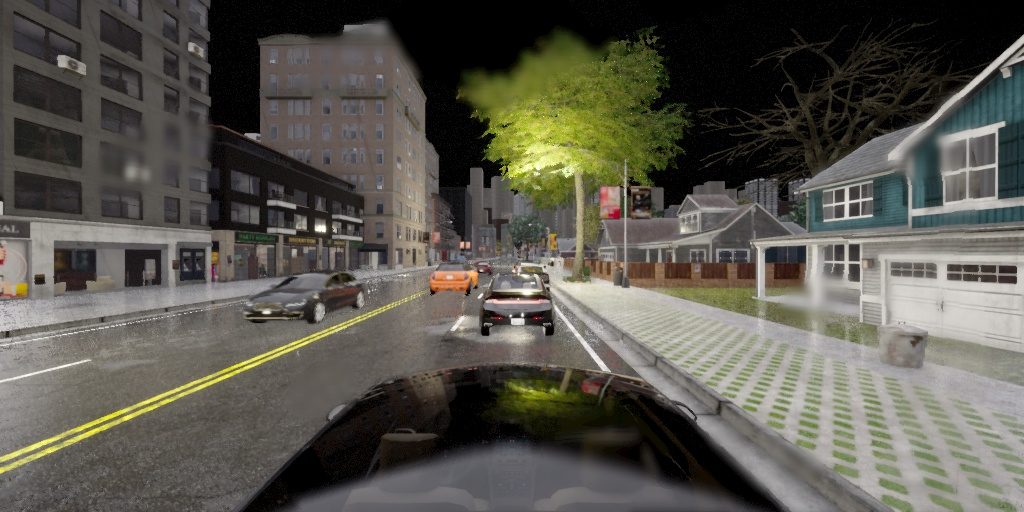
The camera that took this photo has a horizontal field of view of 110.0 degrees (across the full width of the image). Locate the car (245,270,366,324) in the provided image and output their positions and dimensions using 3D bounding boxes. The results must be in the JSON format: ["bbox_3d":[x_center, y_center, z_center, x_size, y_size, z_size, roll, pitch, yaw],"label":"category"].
[{"bbox_3d":[-6.557,1.251,12.021,1.837,1.490,4.892,0,0,0],"label":"car"}]

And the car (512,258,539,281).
[{"bbox_3d":[1.093,1.081,30.478,2.097,1.767,4.553,0,0,0],"label":"car"}]

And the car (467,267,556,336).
[{"bbox_3d":[0.134,1.239,10.369,2.128,1.511,4.902,0,0,0],"label":"car"}]

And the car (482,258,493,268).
[{"bbox_3d":[-3.003,1.250,37.660,1.812,1.442,4.674,0,0,0],"label":"car"}]

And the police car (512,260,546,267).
[{"bbox_3d":[1.052,1.165,20.618,1.930,1.638,5.238,0,0,0],"label":"police car"}]

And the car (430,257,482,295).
[{"bbox_3d":[-3.075,1.092,19.855,2.097,1.767,4.553,0,0,0],"label":"car"}]
